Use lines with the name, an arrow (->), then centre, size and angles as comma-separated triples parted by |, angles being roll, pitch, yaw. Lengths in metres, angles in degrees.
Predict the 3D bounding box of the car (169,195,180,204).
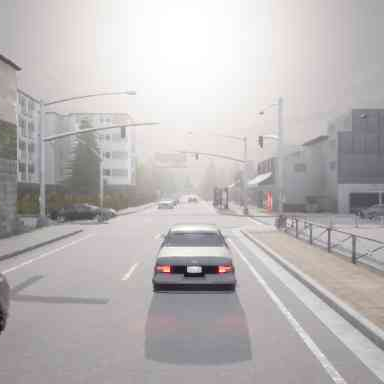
car -> -3.479, 1.477, 65.994 | 1.882, 1.535, 5.008 | 0, 0, 0

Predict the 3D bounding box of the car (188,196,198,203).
car -> 0.156, 1.525, 68.830 | 1.812, 1.442, 4.674 | 0, 0, 0

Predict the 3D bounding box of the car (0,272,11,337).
car -> -3.581, 1.504, 2.937 | 1.837, 1.490, 4.892 | 0, 0, 0

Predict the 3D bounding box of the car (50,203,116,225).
car -> -8.339, 1.613, 25.588 | 4.902, 1.511, 2.128 | -2, 0, 0

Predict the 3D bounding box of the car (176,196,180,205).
car -> -3.541, 1.505, 55.853 | 1.837, 1.490, 4.892 | 0, 0, 0

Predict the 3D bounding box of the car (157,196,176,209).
car -> -3.561, 1.526, 45.849 | 1.812, 1.442, 4.674 | 0, 0, 0

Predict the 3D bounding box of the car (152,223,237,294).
car -> 0.067, 1.547, 8.944 | 2.033, 1.411, 5.357 | 0, 0, 1

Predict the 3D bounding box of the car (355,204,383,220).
car -> 16.739, 1.740, 29.327 | 4.181, 1.385, 1.994 | 0, 0, 0
